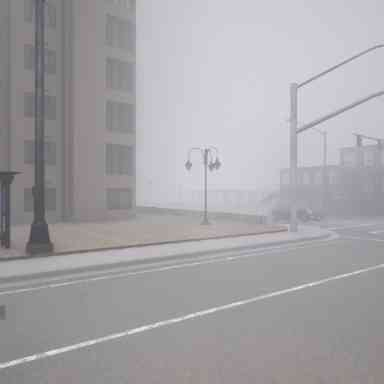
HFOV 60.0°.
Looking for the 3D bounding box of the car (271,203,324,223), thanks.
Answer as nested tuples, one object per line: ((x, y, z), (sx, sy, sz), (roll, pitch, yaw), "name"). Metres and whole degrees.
((9.134, 1.744, 29.112), (2.097, 1.767, 4.553), (1, -5, -36), "car")
